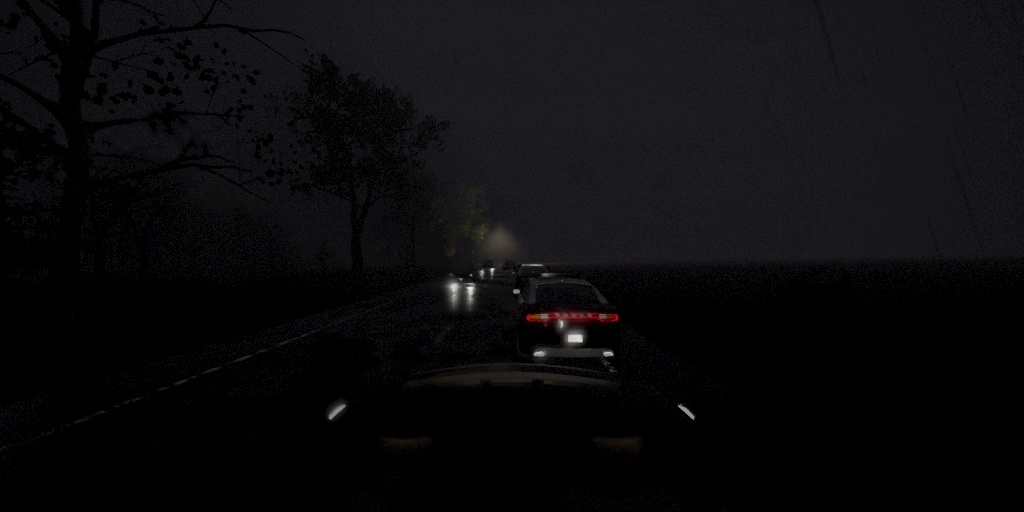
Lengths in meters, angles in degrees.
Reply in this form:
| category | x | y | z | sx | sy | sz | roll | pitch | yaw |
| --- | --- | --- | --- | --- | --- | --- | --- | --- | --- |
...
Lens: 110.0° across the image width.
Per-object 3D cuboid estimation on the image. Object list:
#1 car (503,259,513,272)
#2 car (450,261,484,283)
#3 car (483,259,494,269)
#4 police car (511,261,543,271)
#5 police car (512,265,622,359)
| category | x | y | z | sx | sy | sz | roll | pitch | yaw |
| --- | --- | --- | --- | --- | --- | --- | --- | --- | --- |
| car | -0.237 | 1.341 | 47.185 | 1.994 | 1.385 | 4.181 | 0 | 0 | 0 |
| car | -3.673 | 1.307 | 28.519 | 2.033 | 1.411 | 5.357 | 0 | 0 | 0 |
| car | -3.944 | 1.292 | 57.639 | 1.837 | 1.490 | 4.892 | 0 | 0 | -1 |
| police car | 1.037 | 1.179 | 18.592 | 1.930 | 1.638 | 5.238 | 0 | 0 | 0 |
| police car | 1.060 | 1.176 | 8.582 | 1.930 | 1.638 | 5.238 | 0 | 0 | 0 |
